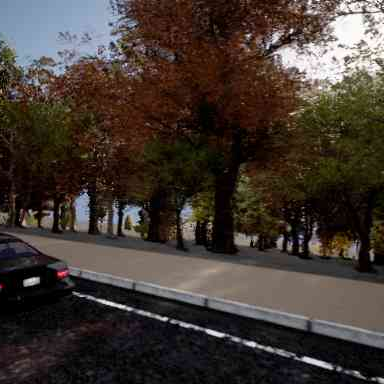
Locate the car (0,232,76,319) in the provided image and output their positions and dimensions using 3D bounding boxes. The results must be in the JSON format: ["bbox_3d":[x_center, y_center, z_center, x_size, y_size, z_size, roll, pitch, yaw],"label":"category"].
[{"bbox_3d":[-4.751,1.569,7.071,5.357,1.411,2.033,0,0,35],"label":"car"}]
